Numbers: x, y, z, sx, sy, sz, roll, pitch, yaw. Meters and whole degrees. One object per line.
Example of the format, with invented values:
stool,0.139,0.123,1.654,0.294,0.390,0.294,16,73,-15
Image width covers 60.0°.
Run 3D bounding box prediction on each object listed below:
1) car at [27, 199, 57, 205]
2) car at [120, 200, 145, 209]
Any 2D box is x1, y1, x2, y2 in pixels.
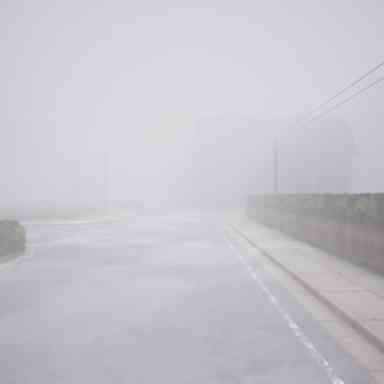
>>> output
car,-24.944,2.022,55.361,4.892,1.490,1.837,0,-1,0
car,-9.501,1.959,52.796,2.128,1.511,4.902,0,-1,-44
